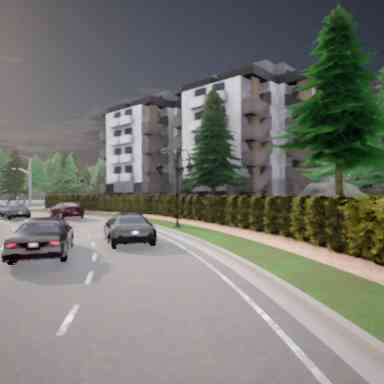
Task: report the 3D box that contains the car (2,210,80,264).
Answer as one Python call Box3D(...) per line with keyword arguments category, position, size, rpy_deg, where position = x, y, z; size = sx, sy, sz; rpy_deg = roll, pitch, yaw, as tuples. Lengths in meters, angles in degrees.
Box3D(category="car", position=(-5.415, 1.625, 12.222), size=(2.033, 1.411, 5.357), rpy_deg=(0, 0, -17))

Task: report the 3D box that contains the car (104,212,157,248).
Box3D(category="car", position=(-2.947, 1.629, 15.369), size=(1.994, 1.385, 4.181), rpy_deg=(0, 0, -19))

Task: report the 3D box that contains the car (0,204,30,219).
Box3D(category="car", position=(-16.493, 1.782, 30.749), size=(1.994, 1.385, 4.181), rpy_deg=(0, 0, -44))

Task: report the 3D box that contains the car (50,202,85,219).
Box3D(category="car", position=(-11.540, 1.652, 30.571), size=(1.882, 1.535, 5.008), rpy_deg=(0, 0, -39))
